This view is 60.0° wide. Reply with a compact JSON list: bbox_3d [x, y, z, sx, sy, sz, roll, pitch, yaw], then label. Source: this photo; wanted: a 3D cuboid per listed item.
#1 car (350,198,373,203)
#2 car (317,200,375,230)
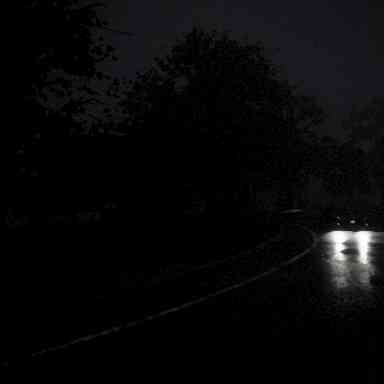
[{"bbox_3d":[18.087,1.395,36.656,4.181,1.385,1.994,0,0,-26],"label":"car"},{"bbox_3d":[8.869,1.412,19.795,1.994,1.385,4.181,0,0,8],"label":"car"}]
